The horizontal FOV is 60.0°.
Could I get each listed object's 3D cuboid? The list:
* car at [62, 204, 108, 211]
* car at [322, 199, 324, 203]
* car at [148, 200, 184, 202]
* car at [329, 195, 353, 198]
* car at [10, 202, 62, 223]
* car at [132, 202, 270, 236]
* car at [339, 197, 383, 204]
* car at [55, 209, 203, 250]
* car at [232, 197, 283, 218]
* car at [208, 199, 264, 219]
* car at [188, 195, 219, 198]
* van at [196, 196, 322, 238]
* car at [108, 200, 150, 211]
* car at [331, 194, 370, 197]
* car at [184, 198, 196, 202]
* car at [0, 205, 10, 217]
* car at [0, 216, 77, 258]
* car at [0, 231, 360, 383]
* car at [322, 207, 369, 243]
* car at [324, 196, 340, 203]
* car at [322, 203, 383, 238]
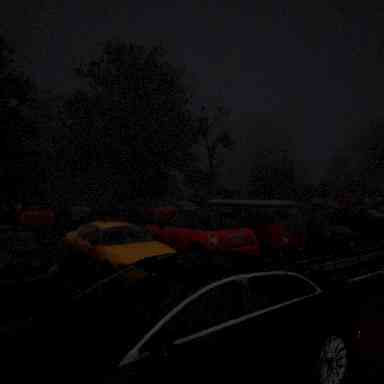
[{"bbox_3d":[-7.536,1.551,21.882,2.002,1.452,4.674,0,0,-35],"label":"car"},{"bbox_3d":[10.686,1.502,34.701,2.163,1.488,4.792,0,0,-35],"label":"car"},{"bbox_3d":[-2.966,1.379,25.064,2.185,1.767,4.553,0,0,-35],"label":"car"},{"bbox_3d":[15.011,1.456,38.017,1.946,1.575,5.366,0,0,-35],"label":"car"},{"bbox_3d":[-9.792,1.388,20.248,2.185,1.767,4.553,0,0,-35],"label":"car"},{"bbox_3d":[0.044,1.387,11.181,2.185,1.767,4.553,0,0,-35],"label":"car"},{"bbox_3d":[11.415,1.366,19.205,2.185,1.767,4.553,0,0,-35],"label":"car"},{"bbox_3d":[-2.141,1.512,9.450,1.946,1.575,5.366,0,0,-35],"label":"car"},{"bbox_3d":[6.101,1.359,31.540,2.185,1.767,4.553,0,0,-35],"label":"car"},{"bbox_3d":[3.839,1.492,29.913,2.231,1.521,4.892,0,0,-35],"label":"car"},{"bbox_3d":[1.584,1.244,28.280,2.435,2.045,5.566,0,0,-35],"label":"car"},{"bbox_3d":[2.317,1.284,12.679,1.878,1.987,4.442,0,0,-35],"label":"van"},{"bbox_3d":[-5.256,1.508,23.481,2.097,1.535,5.008,0,0,-35],"label":"car"},{"bbox_3d":[17.377,1.200,39.494,2.435,2.045,5.566,0,0,-35],"label":"car"},{"bbox_3d":[-0.712,1.500,26.700,2.097,1.535,5.008,0,0,-35],"label":"car"},{"bbox_3d":[-12.068,1.266,18.645,2.435,2.045,5.566,0,0,-35],"label":"car"},{"bbox_3d":[-4.523,1.558,7.999,2.002,1.452,4.674,0,0,-35],"label":"car"},{"bbox_3d":[-0.117,1.490,3.600,4.902,1.511,2.128,0,0,-35],"label":"car"},{"bbox_3d":[4.592,1.535,14.393,2.163,1.488,4.792,0,0,-35],"label":"car"},{"bbox_3d":[12.942,1.465,36.336,2.097,1.535,5.008,0,0,-35],"label":"car"},{"bbox_3d":[9.122,1.537,17.628,2.002,1.452,4.674,0,0,-35],"label":"car"}]
